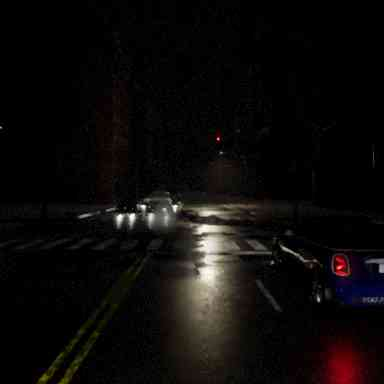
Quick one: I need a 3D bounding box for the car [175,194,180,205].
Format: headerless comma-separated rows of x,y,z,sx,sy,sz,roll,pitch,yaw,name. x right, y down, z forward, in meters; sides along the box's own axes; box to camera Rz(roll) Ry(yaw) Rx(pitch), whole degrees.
-3.305,1.341,52.481,1.895,1.301,4.718,0,0,0,car

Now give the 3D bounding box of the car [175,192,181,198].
-3.242,0.742,68.182,2.097,1.767,4.553,0,0,0,car

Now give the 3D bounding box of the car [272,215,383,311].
3.350,1.310,7.814,2.097,1.767,4.553,0,0,0,car

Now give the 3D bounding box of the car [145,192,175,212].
-3.339,1.042,35.891,2.150,2.045,5.566,0,0,0,car

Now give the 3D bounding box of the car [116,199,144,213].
-6.591,1.388,34.767,1.994,1.385,4.181,0,0,0,car

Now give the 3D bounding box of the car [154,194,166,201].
-6.492,1.028,68.154,1.994,1.385,4.181,0,0,0,car
